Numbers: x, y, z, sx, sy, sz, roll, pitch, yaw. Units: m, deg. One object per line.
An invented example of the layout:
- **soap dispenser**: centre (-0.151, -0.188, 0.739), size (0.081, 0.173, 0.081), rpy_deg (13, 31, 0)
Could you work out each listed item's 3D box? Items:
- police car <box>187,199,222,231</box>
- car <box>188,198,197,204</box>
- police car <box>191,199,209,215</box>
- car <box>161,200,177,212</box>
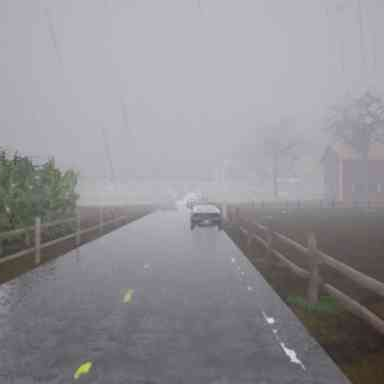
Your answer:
- **police car**: centre (0.827, 1.482, 21.300), size (1.930, 1.638, 5.238), rpy_deg (0, 0, 0)
- **car**: centre (0.005, 1.964, 72.230), size (1.895, 1.301, 4.718), rpy_deg (0, 0, 0)
- **police car**: centre (0.828, 1.612, 37.307), size (1.930, 1.638, 5.238), rpy_deg (0, -1, 0)
- **car**: centre (-2.838, 1.780, 42.138), size (2.033, 1.411, 5.357), rpy_deg (0, -1, 0)
